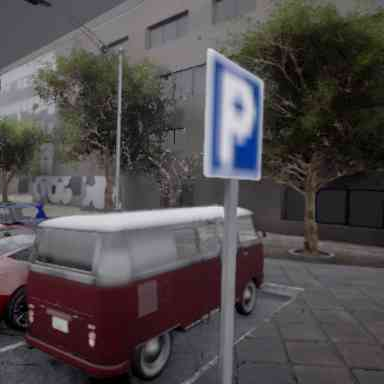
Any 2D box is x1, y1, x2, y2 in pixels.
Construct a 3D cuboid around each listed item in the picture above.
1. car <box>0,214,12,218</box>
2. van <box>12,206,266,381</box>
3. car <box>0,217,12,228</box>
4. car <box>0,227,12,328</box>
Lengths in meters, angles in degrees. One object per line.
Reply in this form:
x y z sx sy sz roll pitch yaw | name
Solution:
-9.425 1.754 11.967 2.163 1.488 4.792 -2 -1 35 | car
-0.270 1.267 5.617 1.878 1.987 4.442 -1 -1 35 | van
-4.910 1.580 8.782 2.097 1.535 5.008 -2 -1 35 | car
-2.586 1.555 7.162 2.163 1.488 4.792 -1 -1 35 | car
